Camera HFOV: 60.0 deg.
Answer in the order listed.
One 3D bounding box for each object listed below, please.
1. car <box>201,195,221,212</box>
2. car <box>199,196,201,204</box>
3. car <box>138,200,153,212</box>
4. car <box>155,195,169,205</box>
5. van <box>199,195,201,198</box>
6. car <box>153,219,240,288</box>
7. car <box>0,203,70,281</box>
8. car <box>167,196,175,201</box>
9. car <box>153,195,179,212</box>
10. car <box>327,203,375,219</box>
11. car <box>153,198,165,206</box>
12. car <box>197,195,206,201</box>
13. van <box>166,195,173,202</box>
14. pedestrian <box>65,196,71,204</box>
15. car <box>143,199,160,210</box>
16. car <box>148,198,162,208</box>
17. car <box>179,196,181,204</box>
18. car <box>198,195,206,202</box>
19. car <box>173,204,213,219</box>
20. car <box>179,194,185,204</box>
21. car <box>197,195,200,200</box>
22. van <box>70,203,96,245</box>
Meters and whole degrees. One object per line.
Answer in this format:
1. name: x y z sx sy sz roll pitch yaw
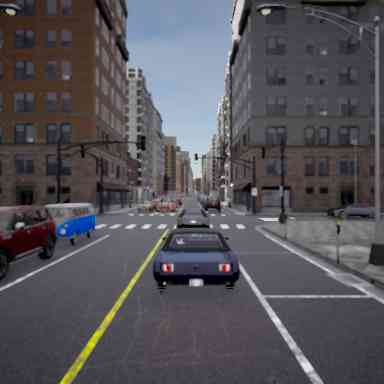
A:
1. car: 2.643 1.517 42.816 2.192 1.841 5.009 0 0 0
2. car: 2.635 1.787 54.128 1.887 1.381 4.507 0 0 0
3. car: -5.884 1.727 42.667 1.752 1.417 4.829 0 0 0
4. car: -5.898 1.595 65.458 2.192 1.841 5.009 0 0 0
5. van: 2.631 1.603 59.786 1.690 1.788 3.998 0 0 0
6. car: 0.093 1.659 9.332 1.895 1.301 4.718 0 0 0
7. car: -5.864 1.379 10.181 2.192 1.841 5.009 0 0 0
8. car: -5.916 1.914 93.732 1.887 1.381 4.507 0 0 0
9. car: -3.175 1.550 41.471 2.097 1.767 4.553 0 0 2
10. car: 14.626 1.710 30.353 4.181 1.385 1.994 0 0 1
11. car: -5.895 1.786 59.632 1.752 1.417 4.829 0 0 0
12. car: 2.609 1.684 93.725 2.192 1.841 5.009 0 0 0
13. van: -5.912 1.693 88.077 1.690 1.788 3.998 0 0 0
14. pedestrian: -12.573 1.305 33.785 0.375 1.860 0.375 0 0 1
15. car: -5.888 1.788 48.492 1.947 1.339 4.313 0 0 0
16. car: -5.891 1.767 53.977 1.752 1.417 4.829 0 0 0
17. car: -3.118 1.738 51.516 1.837 1.490 4.892 0 0 0
18. car: 2.613 1.667 88.068 2.192 1.841 5.009 0 0 0
19. car: 0.085 1.683 21.034 1.994 1.385 4.181 0 0 0
20. car: -3.084 1.491 62.186 2.150 2.045 5.566 0 0 1
21. car: 2.624 1.825 71.268 1.752 1.417 4.829 0 0 0
22. van: -5.868 1.437 15.822 1.690 1.788 3.998 0 0 0
